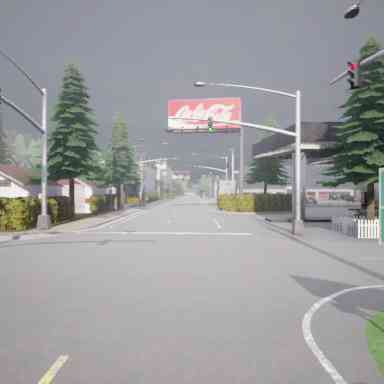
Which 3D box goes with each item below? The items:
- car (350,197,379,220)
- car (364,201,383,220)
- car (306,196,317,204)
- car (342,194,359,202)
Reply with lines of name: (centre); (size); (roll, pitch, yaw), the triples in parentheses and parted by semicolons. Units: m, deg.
car: (14.385, 1.504, 24.887); (3.866, 1.878, 1.905); (0, 0, 0)
car: (18.715, 1.672, 30.554); (4.611, 1.667, 2.242); (0, 0, 0)
car: (22.544, 1.552, 63.948); (1.970, 1.475, 3.806); (0, 0, 0)
car: (34.953, 1.489, 71.732); (2.007, 1.523, 4.514); (0, 0, 0)
